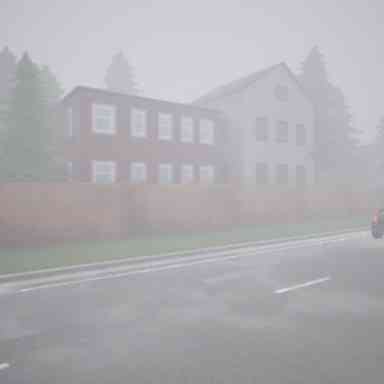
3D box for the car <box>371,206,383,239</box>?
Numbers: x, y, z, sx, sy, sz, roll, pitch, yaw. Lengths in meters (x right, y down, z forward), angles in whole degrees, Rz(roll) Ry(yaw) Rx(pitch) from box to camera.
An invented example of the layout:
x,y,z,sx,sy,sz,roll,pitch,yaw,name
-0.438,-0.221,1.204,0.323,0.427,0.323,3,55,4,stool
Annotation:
x,y,z,sx,sy,sz,roll,pitch,yaw,name
10.415,1.254,15.582,4.553,1.767,2.097,0,0,-35,car
